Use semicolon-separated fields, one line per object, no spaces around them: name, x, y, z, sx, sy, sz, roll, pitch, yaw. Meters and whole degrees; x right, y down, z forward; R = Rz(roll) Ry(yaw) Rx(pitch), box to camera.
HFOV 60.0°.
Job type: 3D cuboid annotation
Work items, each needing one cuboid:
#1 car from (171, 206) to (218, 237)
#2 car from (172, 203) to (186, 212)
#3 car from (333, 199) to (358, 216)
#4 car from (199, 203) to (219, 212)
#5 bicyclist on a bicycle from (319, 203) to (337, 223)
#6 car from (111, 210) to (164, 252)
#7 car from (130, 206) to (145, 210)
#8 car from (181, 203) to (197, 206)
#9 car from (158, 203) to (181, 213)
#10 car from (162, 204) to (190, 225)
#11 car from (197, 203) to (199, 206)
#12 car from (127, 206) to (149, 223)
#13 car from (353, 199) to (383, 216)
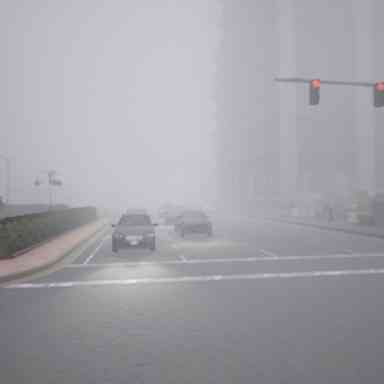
car;0.003;1.900;21.240;1.882;1.535;5.008;0;-1;-9
car;-2.451;2.764;60.552;1.882;1.535;5.008;0;-1;-9
car;17.823;1.787;38.007;1.905;1.878;3.866;0;-1;-8
car;2.700;2.556;50.822;1.812;1.442;4.674;0;-1;-9
bicyclist on a bicycle;11.174;1.752;27.388;1.656;1.620;0.582;-1;-1;-9
car;-2.672;1.819;15.658;2.128;1.511;4.902;0;-1;-9
car;-4.129;2.019;25.043;1.882;1.535;5.008;0;-1;-9
car;-0.859;2.623;50.634;1.994;1.385;4.181;0;-1;-8
car;-3.000;2.218;40.678;2.097;1.767;4.553;0;-1;-9
car;-1.429;2.160;30.506;1.812;1.442;4.674;0;-1;-9
car;1.118;2.767;60.941;1.837;1.490;4.892;0;-1;-9
car;-5.635;2.255;34.782;2.128;1.511;4.902;0;-1;-9
car;20.732;1.769;38.441;1.905;1.878;3.866;0;-1;-8
